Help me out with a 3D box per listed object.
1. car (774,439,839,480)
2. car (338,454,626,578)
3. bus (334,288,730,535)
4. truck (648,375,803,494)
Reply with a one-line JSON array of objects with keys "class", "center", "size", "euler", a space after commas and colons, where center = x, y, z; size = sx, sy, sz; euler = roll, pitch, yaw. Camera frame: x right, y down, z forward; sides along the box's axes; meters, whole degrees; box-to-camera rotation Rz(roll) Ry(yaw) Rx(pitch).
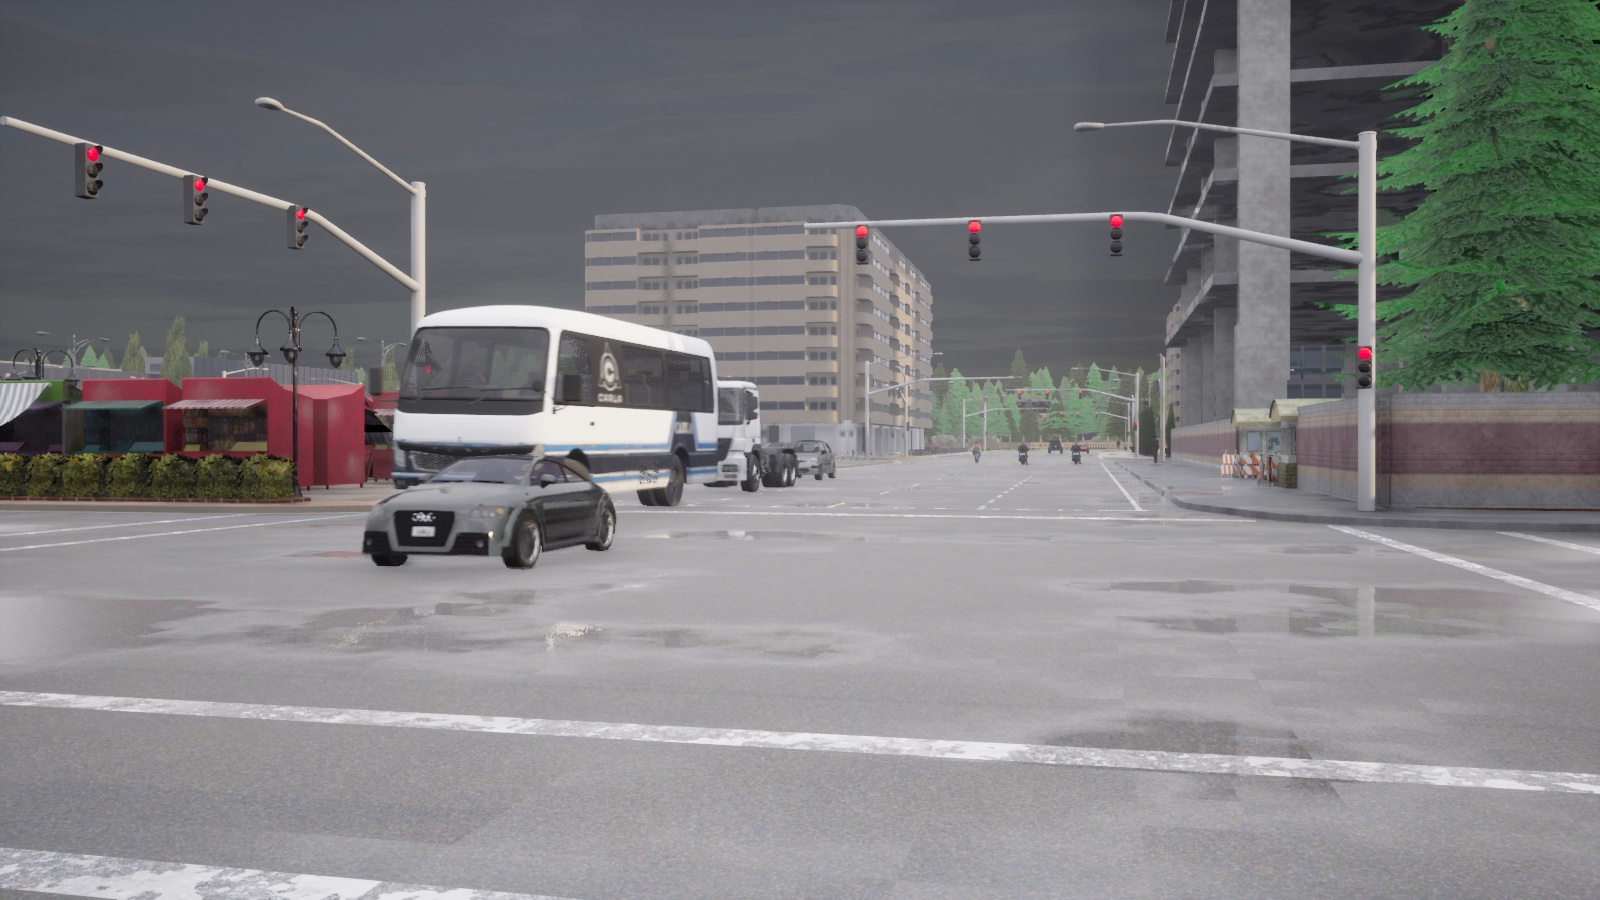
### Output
[{"class": "car", "center": [0.300, 0.355, 51.393], "size": [1.851, 1.617, 3.988], "euler": [0, 0, 13]}, {"class": "car", "center": [-3.993, 0.758, 16.591], "size": [1.994, 1.385, 4.181], "euler": [0, 0, 13]}, {"class": "bus", "center": [-5.078, -0.770, 27.054], "size": [3.944, 4.253, 10.273], "euler": [2, 1, 16]}, {"class": "truck", "center": [-2.176, -0.465, 40.455], "size": [2.891, 3.462, 7.936], "euler": [0, 0, 13]}]
